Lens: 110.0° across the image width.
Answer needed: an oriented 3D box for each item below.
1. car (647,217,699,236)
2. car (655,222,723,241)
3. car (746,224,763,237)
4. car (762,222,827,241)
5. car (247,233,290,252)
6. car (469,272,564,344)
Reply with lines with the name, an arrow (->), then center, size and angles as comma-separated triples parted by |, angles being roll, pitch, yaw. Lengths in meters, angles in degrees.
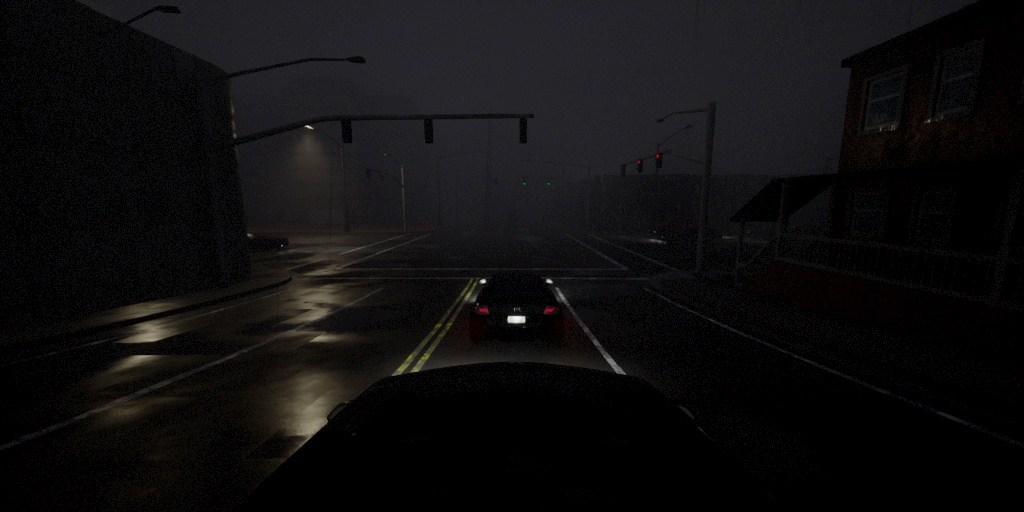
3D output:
car -> 17.014, -3.001, 37.239 | 5.566, 2.045, 2.150 | 0, 8, 0
car -> 16.878, -2.169, 33.825 | 5.357, 1.411, 2.033 | 0, 8, 0
car -> 27.043, -2.731, 37.201 | 4.902, 1.511, 2.128 | 0, 8, 0
car -> 26.975, -2.233, 33.734 | 5.008, 1.535, 1.882 | 0, 8, 0
car -> -19.529, -1.085, 26.976 | 4.718, 1.301, 1.895 | 0, 8, 0
car -> 0.103, 1.075, 8.966 | 1.994, 1.385, 4.181 | 0, 4, 0
